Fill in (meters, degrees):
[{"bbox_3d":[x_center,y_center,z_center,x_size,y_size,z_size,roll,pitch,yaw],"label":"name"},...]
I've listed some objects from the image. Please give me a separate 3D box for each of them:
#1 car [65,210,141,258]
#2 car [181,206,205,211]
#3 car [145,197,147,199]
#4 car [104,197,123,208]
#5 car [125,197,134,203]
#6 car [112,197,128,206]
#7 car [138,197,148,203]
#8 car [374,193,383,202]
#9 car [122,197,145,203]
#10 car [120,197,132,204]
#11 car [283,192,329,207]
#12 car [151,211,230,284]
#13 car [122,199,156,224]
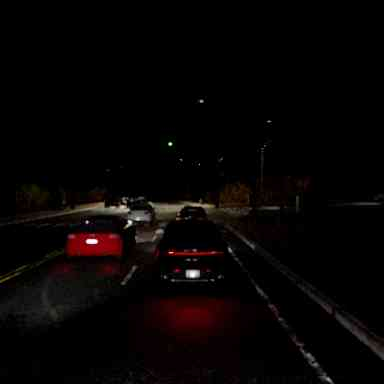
[{"bbox_3d":[-3.333,1.593,12.864,1.994,1.385,4.181,0,0,-2],"label":"car"},{"bbox_3d":[0.060,1.596,21.361,2.033,1.411,5.357,0,0,4],"label":"car"},{"bbox_3d":[-9.424,1.764,58.462,1.994,1.385,4.181,0,0,-5],"label":"car"},{"bbox_3d":[-11.985,1.685,50.280,1.812,1.442,4.674,0,0,-5],"label":"car"},{"bbox_3d":[-14.950,1.915,79.349,1.895,1.301,4.718,0,0,-7],"label":"car"},{"bbox_3d":[-12.761,1.696,59.371,2.128,1.511,4.902,0,0,-5],"label":"car"},{"bbox_3d":[-11.577,1.839,78.580,2.128,1.511,4.902,0,0,-7],"label":"car"},{"bbox_3d":[22.236,0.332,36.077,4.674,1.442,1.812,-3,0,-3],"label":"car"},{"bbox_3d":[-8.671,1.646,49.607,2.128,1.511,4.902,0,0,-4],"label":"car"},{"bbox_3d":[-13.708,1.809,69.100,1.994,1.385,4.181,0,0,-6],"label":"car"},{"bbox_3d":[12.165,0.792,35.646,4.674,1.442,1.812,-3,0,-2],"label":"car"},{"bbox_3d":[-0.021,1.527,9.669,1.837,1.490,4.892,0,0,-1],"label":"car"},{"bbox_3d":[-3.728,1.552,24.710,1.812,1.442,4.674,-1,1,-2],"label":"car"}]
